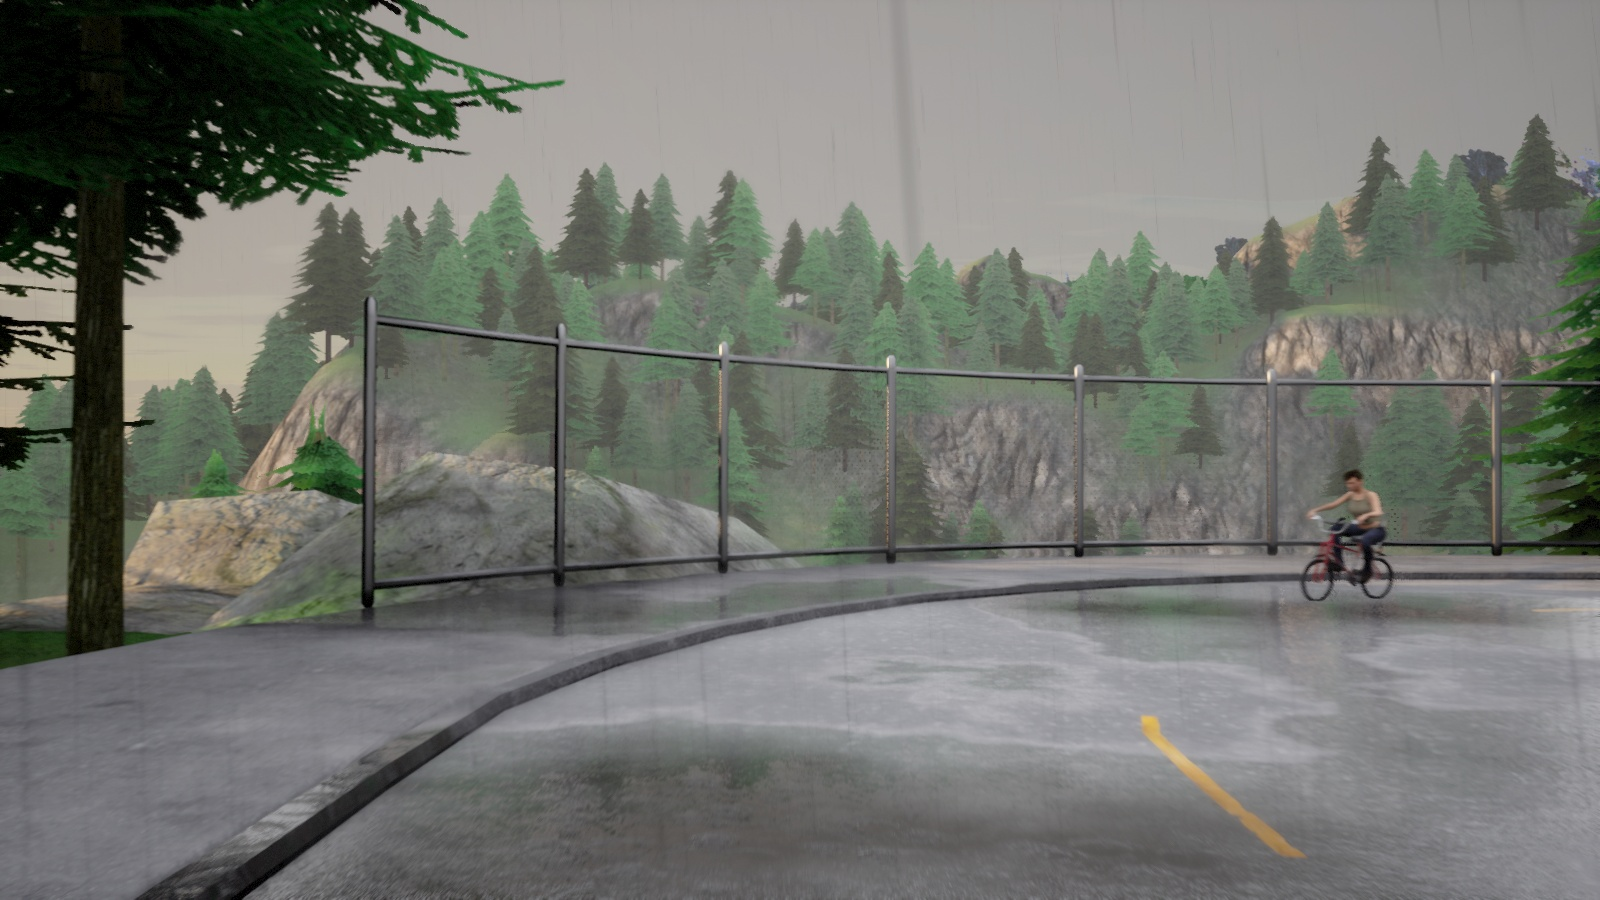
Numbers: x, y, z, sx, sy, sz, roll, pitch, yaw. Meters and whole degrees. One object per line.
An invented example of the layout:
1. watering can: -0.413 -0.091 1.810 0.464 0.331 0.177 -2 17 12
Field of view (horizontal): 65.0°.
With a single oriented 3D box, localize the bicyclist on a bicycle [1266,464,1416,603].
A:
1. bicyclist on a bicycle: 6.628 0.984 15.399 1.509 1.612 0.866 0 1 -23
